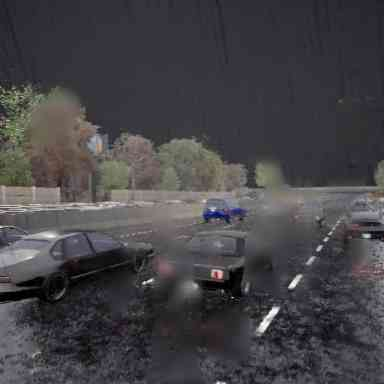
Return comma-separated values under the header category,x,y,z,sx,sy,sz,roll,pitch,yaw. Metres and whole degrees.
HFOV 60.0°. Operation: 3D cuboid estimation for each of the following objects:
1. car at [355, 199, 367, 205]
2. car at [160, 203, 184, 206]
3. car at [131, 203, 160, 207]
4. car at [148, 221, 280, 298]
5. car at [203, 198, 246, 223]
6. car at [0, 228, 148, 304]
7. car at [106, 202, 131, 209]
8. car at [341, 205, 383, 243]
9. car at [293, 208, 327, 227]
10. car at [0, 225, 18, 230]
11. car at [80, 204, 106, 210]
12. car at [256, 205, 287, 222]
category,x,y,z,sx,sy,sz,roll,pitch,yaw
car,32.998,2.041,65.046,1.812,1.442,4.674,-1,-1,27
car,-1.863,2.081,42.630,1.994,1.385,4.181,-1,-1,27
car,-5.210,2.107,43.770,2.033,1.411,5.357,-1,-1,27
car,0.996,1.699,8.933,1.895,1.301,4.718,-1,-1,27
car,2.837,1.528,28.199,2.150,2.045,5.566,-1,-1,27
car,-3.068,1.679,8.641,2.033,1.411,5.357,-1,-1,27
car,-8.882,2.123,44.258,1.812,1.442,4.674,-1,-1,27
car,8.453,1.621,16.208,1.837,1.490,4.892,-1,-1,27
car,8.776,1.811,24.409,1.895,1.301,4.718,-1,-1,27
car,-6.203,1.724,10.204,2.033,1.411,5.357,-1,-1,27
car,-12.697,2.234,44.461,1.895,1.301,4.718,-1,-1,27
car,6.754,1.798,28.191,1.812,1.442,4.674,-1,-1,27
